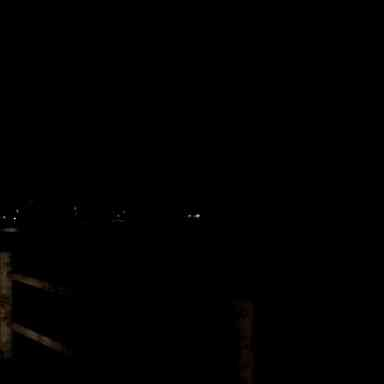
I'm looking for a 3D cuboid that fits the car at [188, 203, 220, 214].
[{"bbox_3d":[1.683,2.218,44.629,2.033,1.411,5.357,-1,-1,36],"label":"car"}]

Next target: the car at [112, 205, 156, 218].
[{"bbox_3d":[-5.906,2.055,34.287,1.895,1.301,4.718,-1,-1,36],"label":"car"}]

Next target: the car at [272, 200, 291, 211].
[{"bbox_3d":[15.982,2.339,59.204,2.097,1.767,4.553,-1,-1,38],"label":"car"}]

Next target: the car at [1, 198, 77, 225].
[{"bbox_3d":[-11.831,1.507,26.195,2.150,2.045,5.566,-1,-1,36],"label":"car"}]
